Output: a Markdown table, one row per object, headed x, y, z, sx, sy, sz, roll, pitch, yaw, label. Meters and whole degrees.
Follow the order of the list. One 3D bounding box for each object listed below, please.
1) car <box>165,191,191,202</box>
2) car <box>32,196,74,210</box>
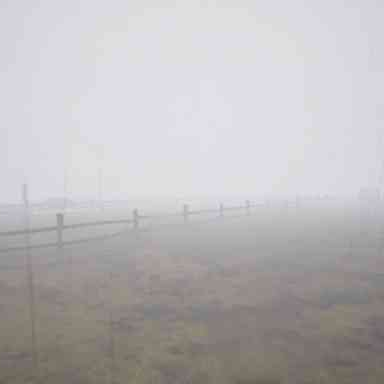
| x | y | z | sx | sy | sz | roll | pitch | yaw | label |
| --- | --- | --- | --- | --- | --- | --- | --- | --- | --- |
| -2.399 | 0.759 | 59.437 | 2.150 | 2.045 | 5.566 | 1 | 1 | 36 | car |
| -16.618 | 1.325 | 39.953 | 1.837 | 1.490 | 4.892 | 1 | 1 | 36 | car |
